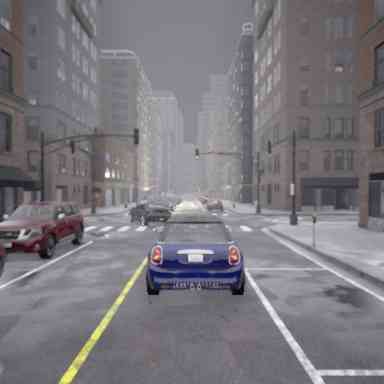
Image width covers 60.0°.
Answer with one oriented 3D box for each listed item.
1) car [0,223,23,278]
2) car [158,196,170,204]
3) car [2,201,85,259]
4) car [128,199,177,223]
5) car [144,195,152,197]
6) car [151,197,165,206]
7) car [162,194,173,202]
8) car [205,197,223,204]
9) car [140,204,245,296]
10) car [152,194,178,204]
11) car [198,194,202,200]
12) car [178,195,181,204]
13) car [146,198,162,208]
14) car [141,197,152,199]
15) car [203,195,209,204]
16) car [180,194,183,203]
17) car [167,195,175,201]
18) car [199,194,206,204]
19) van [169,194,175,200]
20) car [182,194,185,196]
[{"bbox_3d":[-5.680,1.582,7.160,1.802,1.307,4.206,-1,0,0],"label":"car"},{"bbox_3d":[-5.715,1.615,67.566,2.008,1.369,4.403,-1,0,0],"label":"car"},{"bbox_3d":[-5.686,1.317,12.742,2.192,1.841,5.009,-1,0,0],"label":"car"},{"bbox_3d":[-3.140,1.542,23.958,1.837,1.490,4.892,0,0,-28],"label":"car"},{"bbox_3d":[-5.705,1.343,45.307,2.192,1.841,5.009,-1,0,0],"label":"car"},{"bbox_3d":[-5.708,1.569,56.266,1.752,1.417,4.829,-1,0,0],"label":"car"},{"bbox_3d":[-5.724,1.403,78.697,2.192,1.841,5.009,-1,0,0],"label":"car"},{"bbox_3d":[2.827,1.603,39.775,1.802,1.307,4.206,-1,0,0],"label":"car"},{"bbox_3d":[0.078,1.352,8.839,2.097,1.767,4.553,0,0,0],"label":"car"},{"bbox_3d":[-3.119,1.373,39.140,2.097,1.767,4.553,0,0,0],"label":"car"},{"bbox_3d":[2.809,1.505,67.591,1.967,1.590,4.097,-1,0,0],"label":"car"},{"bbox_3d":[-3.119,1.524,48.273,2.128,1.511,4.902,0,0,0],"label":"car"},{"bbox_3d":[-5.705,1.580,50.872,1.887,1.381,4.507,-1,0,0],"label":"car"},{"bbox_3d":[-5.698,1.603,39.742,1.802,1.307,4.206,-1,0,0],"label":"car"},{"bbox_3d":[2.823,1.553,45.508,1.752,1.417,4.829,-1,0,0],"label":"car"},{"bbox_3d":[-3.093,1.595,58.137,2.033,1.411,5.357,0,0,0],"label":"car"},{"bbox_3d":[-5.728,1.551,89.827,1.967,1.590,4.097,-1,0,0],"label":"car"},{"bbox_3d":[2.814,1.599,62.027,1.887,1.381,4.507,-1,0,0],"label":"car"},{"bbox_3d":[-5.732,1.462,95.393,1.690,1.788,3.998,-1,0,0],"label":"van"},{"bbox_3d":[-3.038,1.667,68.269,1.895,1.301,4.718,0,0,0],"label":"car"}]
